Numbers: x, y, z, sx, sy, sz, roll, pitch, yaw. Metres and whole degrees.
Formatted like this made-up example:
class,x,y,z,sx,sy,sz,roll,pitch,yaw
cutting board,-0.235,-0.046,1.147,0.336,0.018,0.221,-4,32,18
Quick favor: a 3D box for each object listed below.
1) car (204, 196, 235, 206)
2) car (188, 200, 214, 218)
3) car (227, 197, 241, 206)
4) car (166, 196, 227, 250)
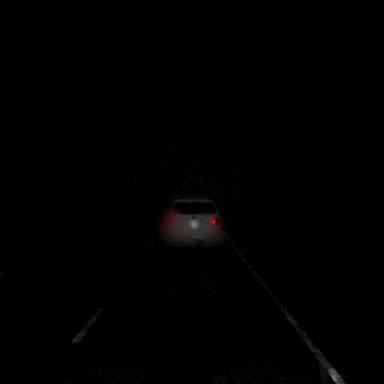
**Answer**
class,x,y,z,sx,sy,sz,roll,pitch,yaw
car,4.747,1.500,57.271,5.008,1.535,1.882,0,0,-24
car,0.908,1.538,31.455,1.812,1.442,4.674,0,0,9
car,5.251,1.568,53.613,5.357,1.411,2.033,0,0,-29
car,0.087,1.226,14.463,2.150,2.045,5.566,0,0,0
